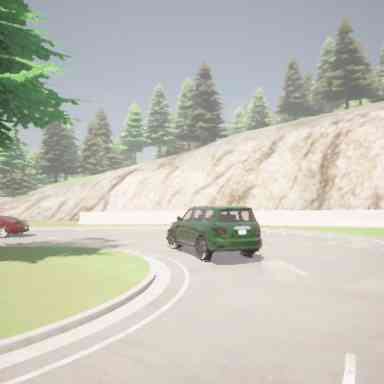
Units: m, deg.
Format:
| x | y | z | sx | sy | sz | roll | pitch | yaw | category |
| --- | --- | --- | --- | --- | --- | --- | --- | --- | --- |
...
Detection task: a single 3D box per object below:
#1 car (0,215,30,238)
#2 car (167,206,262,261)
| x | y | z | sx | sy | sz | roll | pitch | yaw | category |
| --- | --- | --- | --- | --- | --- | --- | --- | --- | --- |
| -14.208 | 2.415 | 23.728 | 5.008 | 1.535 | 1.882 | -1 | -2 | 4 | car |
| 0.743 | 1.599 | 14.218 | 2.150 | 2.045 | 5.566 | 1 | -2 | -23 | car |
